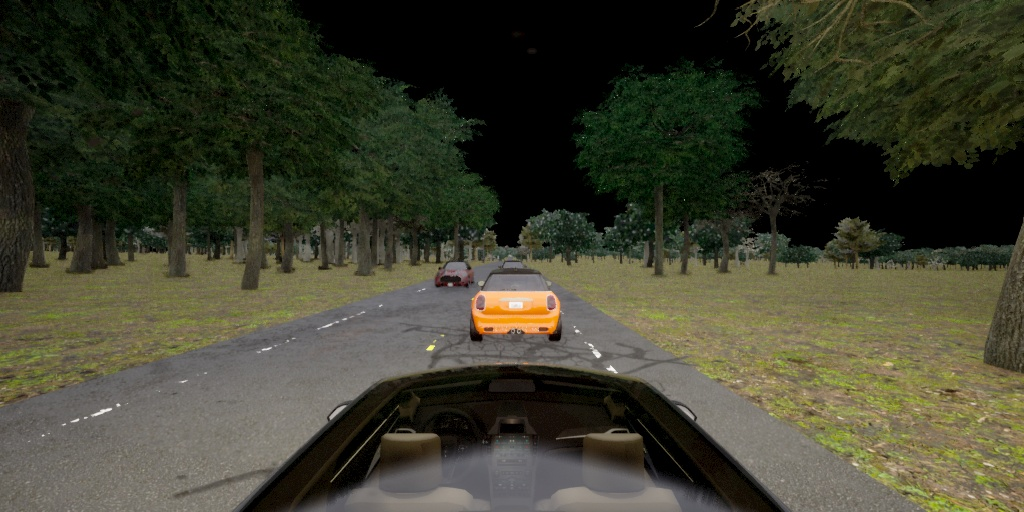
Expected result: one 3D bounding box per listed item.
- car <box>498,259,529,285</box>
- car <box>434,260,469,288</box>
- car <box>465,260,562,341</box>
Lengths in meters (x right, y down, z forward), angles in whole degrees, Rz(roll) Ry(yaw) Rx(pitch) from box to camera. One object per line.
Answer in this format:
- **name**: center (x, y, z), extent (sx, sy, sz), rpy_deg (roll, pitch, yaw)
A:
- **car**: center (0.043, 1.103, 26.756), extent (2.097, 1.767, 4.553), rpy_deg (0, 0, -1)
- **car**: center (-3.652, 1.102, 23.440), extent (2.097, 1.767, 4.553), rpy_deg (0, 0, 0)
- **car**: center (0.082, 1.102, 10.019), extent (2.097, 1.767, 4.553), rpy_deg (0, 0, 0)
